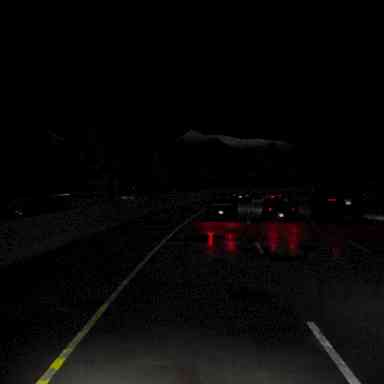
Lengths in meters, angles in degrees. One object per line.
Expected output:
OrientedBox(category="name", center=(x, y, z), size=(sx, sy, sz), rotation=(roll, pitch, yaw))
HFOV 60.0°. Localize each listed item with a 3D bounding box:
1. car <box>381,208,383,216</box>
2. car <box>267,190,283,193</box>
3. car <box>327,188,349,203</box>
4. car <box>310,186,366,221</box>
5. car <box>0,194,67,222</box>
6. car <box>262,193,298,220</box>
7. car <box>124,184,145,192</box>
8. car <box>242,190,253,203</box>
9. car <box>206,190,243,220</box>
OrientedBox(category="car", center=(12.011, 1.054, 17.555), size=(2.033, 1.411, 5.357), rotation=(0, 2, 8))
OrientedBox(category="car", center=(9.532, 0.484, 38.358), size=(1.994, 1.385, 4.181), rotation=(0, 2, 17))
OrientedBox(category="car", center=(17.180, 0.370, 39.431), size=(1.882, 1.535, 5.008), rotation=(0, 1, 18))
OrientedBox(category="car", center=(9.009, 0.631, 20.922), size=(2.150, 2.045, 5.566), rotation=(0, 2, 9))
OrientedBox(category="car", center=(-9.121, 0.934, 19.062), size=(1.882, 1.535, 5.008), rotation=(0, 2, 8))
OrientedBox(category="car", center=(5.569, 0.992, 21.537), size=(1.895, 1.301, 4.718), rotation=(0, 2, 9))
OrientedBox(category="car", center=(-9.968, -0.618, 57.562), size=(2.097, 1.767, 4.553), rotation=(1, 2, 21))
OrientedBox(category="car", center=(5.880, 0.483, 38.320), size=(1.994, 1.385, 4.181), rotation=(0, 2, 16))
OrientedBox(category="car", center=(2.049, 0.884, 21.461), size=(2.128, 1.511, 4.902), rotation=(0, 2, 9))
